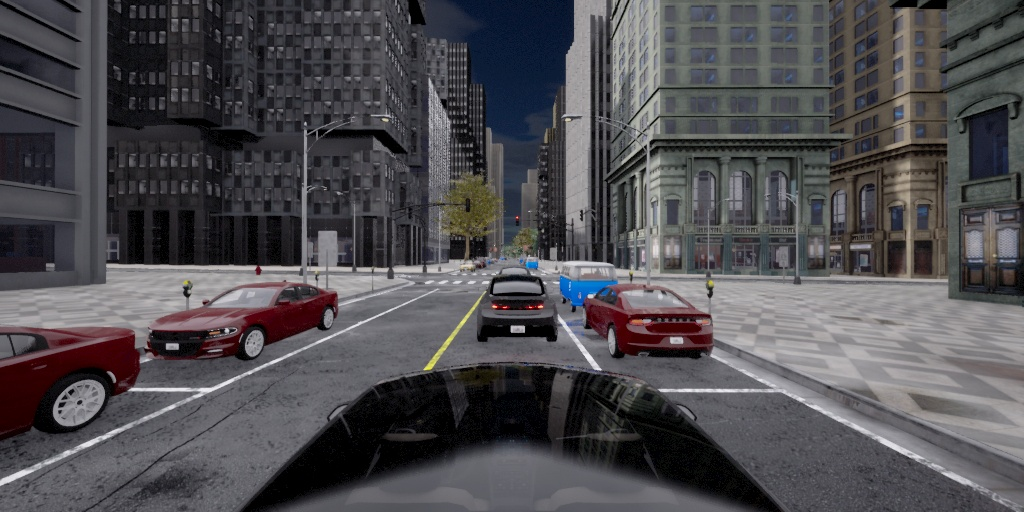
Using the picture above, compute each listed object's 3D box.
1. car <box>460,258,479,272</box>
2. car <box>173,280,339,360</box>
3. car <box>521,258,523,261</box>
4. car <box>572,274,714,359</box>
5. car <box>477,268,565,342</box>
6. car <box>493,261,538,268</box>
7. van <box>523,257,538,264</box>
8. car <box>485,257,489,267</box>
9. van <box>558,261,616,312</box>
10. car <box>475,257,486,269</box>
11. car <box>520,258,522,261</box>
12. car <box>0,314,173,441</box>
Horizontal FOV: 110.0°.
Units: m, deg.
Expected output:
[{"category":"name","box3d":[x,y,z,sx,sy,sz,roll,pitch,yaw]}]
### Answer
[{"category":"car","box3d":[-5.670,1.296,46.258,1.751,1.417,4.829,0,0,0]},{"category":"car","box3d":[-5.765,1.296,8.335,1.888,1.381,4.507,0,0,0]},{"category":"car","box3d":[2.886,1.346,57.220,1.948,1.339,4.313,0,0,0]},{"category":"car","box3d":[2.790,1.296,8.298,1.888,1.381,4.507,0,0,0]},{"category":"car","box3d":[0.119,1.256,9.774,1.837,1.490,4.892,0,0,0]},{"category":"car","box3d":[0.134,1.231,18.950,1.882,1.535,5.008,0,0,0]},{"category":"van","box3d":[2.874,1.116,51.807,1.690,1.789,3.998,0,0,0]},{"category":"car","box3d":[-5.628,1.100,62.297,2.192,1.841,5.009,0,0,0]},{"category":"van","box3d":[2.803,1.093,13.823,1.690,1.789,3.998,0,0,0]},{"category":"car","box3d":[-5.640,1.325,57.008,1.888,1.381,4.507,0,0,0]},{"category":"car","box3d":[2.897,1.331,62.633,1.888,1.381,4.507,0,0,0]},{"category":"car","box3d":[-5.776,1.295,2.810,1.888,1.381,4.507,0,0,0]}]
